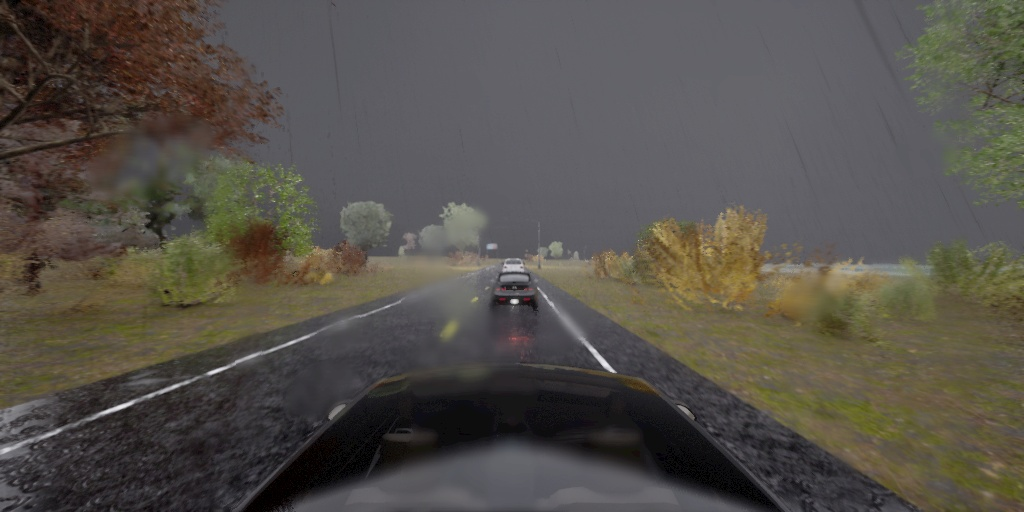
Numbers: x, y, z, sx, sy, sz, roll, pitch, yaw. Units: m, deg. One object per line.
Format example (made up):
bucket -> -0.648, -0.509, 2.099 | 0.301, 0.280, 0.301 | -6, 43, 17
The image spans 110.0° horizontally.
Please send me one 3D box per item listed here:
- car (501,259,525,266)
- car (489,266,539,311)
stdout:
car -> 0.150, 1.313, 38.275 | 2.150, 2.045, 5.566 | 0, 0, 0
car -> 0.101, 1.386, 15.315 | 1.837, 1.490, 4.892 | 0, 0, 0
